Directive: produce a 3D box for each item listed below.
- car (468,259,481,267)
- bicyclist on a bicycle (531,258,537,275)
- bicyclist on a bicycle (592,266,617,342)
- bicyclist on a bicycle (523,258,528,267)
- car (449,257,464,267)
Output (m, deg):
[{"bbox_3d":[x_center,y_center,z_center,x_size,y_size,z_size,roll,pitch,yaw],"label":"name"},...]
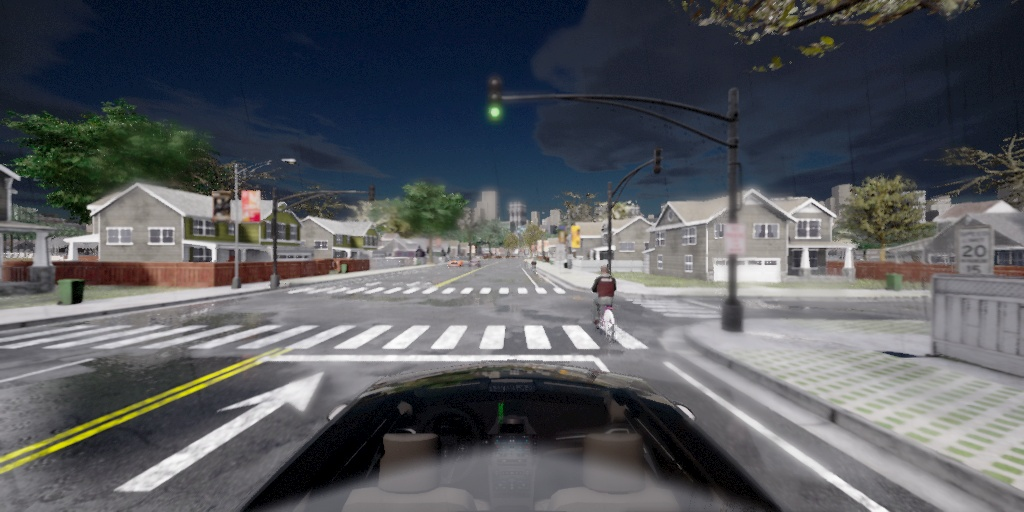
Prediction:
[{"bbox_3d":[-6.506,1.203,62.741,1.812,1.442,4.674,0,0,0],"label":"car"},{"bbox_3d":[2.247,1.088,36.892,0.659,1.776,1.843,0,0,0],"label":"bicyclist on a bicycle"},{"bbox_3d":[2.248,1.118,8.900,0.659,1.776,1.843,0,0,0],"label":"bicyclist on a bicycle"},{"bbox_3d":[2.262,1.119,59.597,0.866,1.612,1.509,0,0,0],"label":"bicyclist on a bicycle"},{"bbox_3d":[-9.756,1.029,62.770,2.097,1.767,4.553,0,0,0],"label":"car"}]
